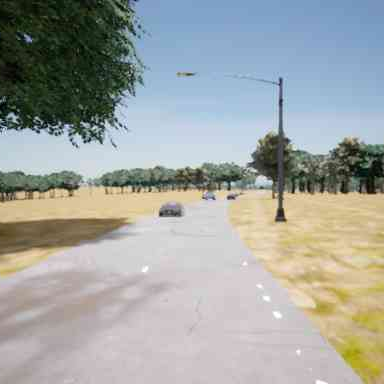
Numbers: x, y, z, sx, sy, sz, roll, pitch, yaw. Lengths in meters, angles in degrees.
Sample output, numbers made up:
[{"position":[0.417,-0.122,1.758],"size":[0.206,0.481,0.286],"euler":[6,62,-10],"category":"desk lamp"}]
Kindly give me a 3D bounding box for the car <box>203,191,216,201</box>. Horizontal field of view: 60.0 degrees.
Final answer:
[{"position":[3.842,0.924,71.882],"size":[2.150,2.045,5.566],"euler":[0,1,11],"category":"car"}]

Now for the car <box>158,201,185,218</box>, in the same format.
[{"position":[-1.802,1.529,30.223],"size":[1.994,1.385,4.181],"euler":[0,0,5],"category":"car"}]

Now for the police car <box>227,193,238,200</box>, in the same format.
[{"position":[9.322,1.072,78.667],"size":[1.930,1.638,5.238],"euler":[0,1,12],"category":"police car"}]
